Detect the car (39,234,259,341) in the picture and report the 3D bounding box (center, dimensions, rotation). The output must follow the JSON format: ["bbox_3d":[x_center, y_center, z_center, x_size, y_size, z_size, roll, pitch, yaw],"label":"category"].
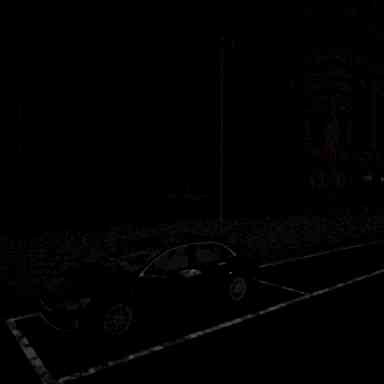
[{"bbox_3d":[-0.563,1.551,6.450,4.403,1.369,2.008,0,1,-38],"label":"car"}]
